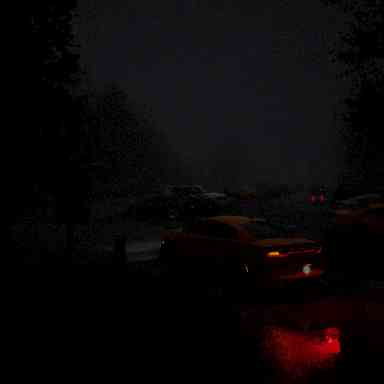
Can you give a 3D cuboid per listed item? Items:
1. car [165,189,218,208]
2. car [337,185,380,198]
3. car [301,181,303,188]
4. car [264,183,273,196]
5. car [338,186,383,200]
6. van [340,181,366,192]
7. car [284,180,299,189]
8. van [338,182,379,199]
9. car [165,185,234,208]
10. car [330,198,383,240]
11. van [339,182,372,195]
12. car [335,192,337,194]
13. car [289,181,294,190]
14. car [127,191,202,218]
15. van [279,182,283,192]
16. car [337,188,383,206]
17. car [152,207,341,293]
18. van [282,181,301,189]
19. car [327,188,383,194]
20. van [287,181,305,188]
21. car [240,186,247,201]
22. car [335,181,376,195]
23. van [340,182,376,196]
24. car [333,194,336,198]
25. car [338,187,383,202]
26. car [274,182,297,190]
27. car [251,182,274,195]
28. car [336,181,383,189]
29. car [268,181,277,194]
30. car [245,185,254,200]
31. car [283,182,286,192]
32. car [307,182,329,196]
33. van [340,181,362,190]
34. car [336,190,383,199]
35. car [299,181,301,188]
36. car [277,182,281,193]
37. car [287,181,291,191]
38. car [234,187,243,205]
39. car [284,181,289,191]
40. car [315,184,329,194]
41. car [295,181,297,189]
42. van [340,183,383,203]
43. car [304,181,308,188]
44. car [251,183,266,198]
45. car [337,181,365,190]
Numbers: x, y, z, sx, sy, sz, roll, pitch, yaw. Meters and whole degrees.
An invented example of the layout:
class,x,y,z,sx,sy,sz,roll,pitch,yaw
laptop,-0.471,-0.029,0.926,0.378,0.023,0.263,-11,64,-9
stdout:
class,x,y,z,sx,sy,sz,roll,pitch,yaw
car,-0.939,0.814,24.714,5.008,1.535,2.097,1,3,24
car,22.251,-0.136,44.685,5.008,1.535,2.097,1,2,24
car,22.709,-1.433,77.943,5.008,1.535,2.097,1,2,24
car,7.112,-0.035,42.379,5.366,1.575,1.946,1,3,24
car,20.025,0.099,39.620,4.792,1.488,2.163,1,3,24
van,31.399,-1.149,64.984,4.442,1.987,1.878,1,2,24
car,19.164,-1.144,70.410,5.366,1.575,1.946,1,2,24
van,21.017,-0.262,42.178,4.442,1.987,1.878,1,3,24
car,0.208,0.441,27.227,5.566,2.045,2.435,1,3,24
car,8.804,1.266,14.463,5.008,1.535,2.097,1,3,24
van,24.389,-0.560,49.785,4.442,1.987,1.878,1,2,24
car,12.129,0.945,21.938,4.674,1.452,2.002,1,3,24
car,15.784,-0.849,62.804,5.366,1.575,1.946,1,2,24
car,-2.097,0.965,22.196,4.792,1.488,2.163,1,3,24
van,11.553,-0.673,52.532,4.442,1.987,1.878,1,2,24
car,16.602,0.445,32.061,4.792,1.488,2.163,1,3,24
car,0.954,1.351,8.625,1.882,1.535,5.008,2,-1,-32
van,24.861,-1.858,83.050,4.442,1.987,1.878,1,2,24
car,13.086,0.776,24.539,5.366,1.575,1.946,1,3,24
van,28.235,-2.078,90.644,4.442,1.987,1.878,1,2,24
car,2.442,0.447,32.317,4.892,1.521,2.231,1,3,24
car,25.594,-0.682,52.277,5.566,2.045,2.435,1,2,24
van,23.477,-0.458,47.161,4.442,1.987,1.878,1,2,24
car,10.981,1.056,19.419,4.792,1.488,2.163,1,3,24
car,18.954,0.204,37.210,4.792,1.488,2.163,1,3,24
car,20.432,-1.363,72.878,4.553,1.767,2.185,1,2,24
car,8.060,-0.145,44.984,4.892,1.521,2.231,1,3,24
car,15.530,0.287,29.497,5.566,2.045,2.435,1,3,24
car,9.222,-0.375,47.502,4.553,1.767,2.185,1,3,24
car,3.394,0.318,34.929,5.366,1.575,1.946,1,3,24
car,12.547,-0.519,55.136,4.792,1.488,2.163,1,2,24
car,18.123,-0.239,47.572,2.128,1.511,4.902,1,2,24
van,35.897,-1.542,75.104,4.442,1.987,1.878,1,2,24
car,9.962,1.019,16.972,4.553,1.767,2.185,1,3,24
car,21.559,-1.461,75.413,4.553,1.767,2.185,1,2,24
car,10.346,-0.321,50.041,4.792,1.488,2.163,1,2,24
car,14.800,-0.716,60.207,4.792,1.488,2.163,1,2,24
car,1.479,0.569,29.710,5.366,1.575,1.946,1,3,24
car,13.673,-0.617,57.671,4.792,1.488,2.163,1,2,24
car,22.303,-0.618,56.975,1.882,1.535,5.008,1,2,24
car,18.201,-1.039,67.802,4.892,1.521,2.231,1,2,24
van,17.909,0.067,34.633,4.442,1.987,1.878,1,3,24
car,26.121,-1.979,85.526,5.566,2.045,2.435,1,2,24
car,5.696,0.070,40.108,5.366,1.575,1.946,1,3,24
car,34.640,-1.472,72.631,5.566,2.045,2.435,1,2,24
